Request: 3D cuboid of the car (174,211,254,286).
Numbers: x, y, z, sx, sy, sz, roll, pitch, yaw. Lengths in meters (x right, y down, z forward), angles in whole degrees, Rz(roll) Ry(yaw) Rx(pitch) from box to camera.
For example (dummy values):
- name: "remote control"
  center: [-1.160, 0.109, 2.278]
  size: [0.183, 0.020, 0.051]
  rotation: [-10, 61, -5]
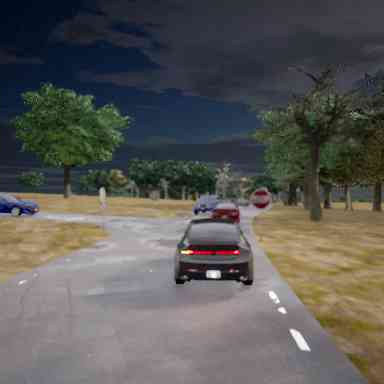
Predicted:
- name: "car"
  center: [0.610, 1.482, 9.332]
  size: [1.837, 1.490, 4.892]
  rotation: [0, -1, 4]

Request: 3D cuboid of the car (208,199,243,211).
- name: "car"
  center: [2.606, 1.501, 24.633]
  size: [1.882, 1.535, 5.008]
  rotation: [0, 0, 10]

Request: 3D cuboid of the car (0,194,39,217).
- name: "car"
  center: [-13.413, 0.859, 23.642]
  size: [5.008, 1.535, 1.882]
  rotation: [3, -1, 7]

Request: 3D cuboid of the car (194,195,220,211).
- name: "car"
  center: [1.814, 1.356, 35.864]
  size: [2.150, 2.045, 5.566]
  rotation: [0, -1, 16]

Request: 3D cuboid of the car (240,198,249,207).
- name: "car"
  center: [9.007, 1.822, 60.054]
  size: [2.097, 1.767, 4.553]
  rotation: [0, -1, 16]

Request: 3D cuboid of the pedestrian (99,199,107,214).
- name: "pedestrian"
  center: [-7.851, 1.014, 29.326]
  size: [0.375, 1.860, 0.375]
  rotation: [0, -4, 7]
